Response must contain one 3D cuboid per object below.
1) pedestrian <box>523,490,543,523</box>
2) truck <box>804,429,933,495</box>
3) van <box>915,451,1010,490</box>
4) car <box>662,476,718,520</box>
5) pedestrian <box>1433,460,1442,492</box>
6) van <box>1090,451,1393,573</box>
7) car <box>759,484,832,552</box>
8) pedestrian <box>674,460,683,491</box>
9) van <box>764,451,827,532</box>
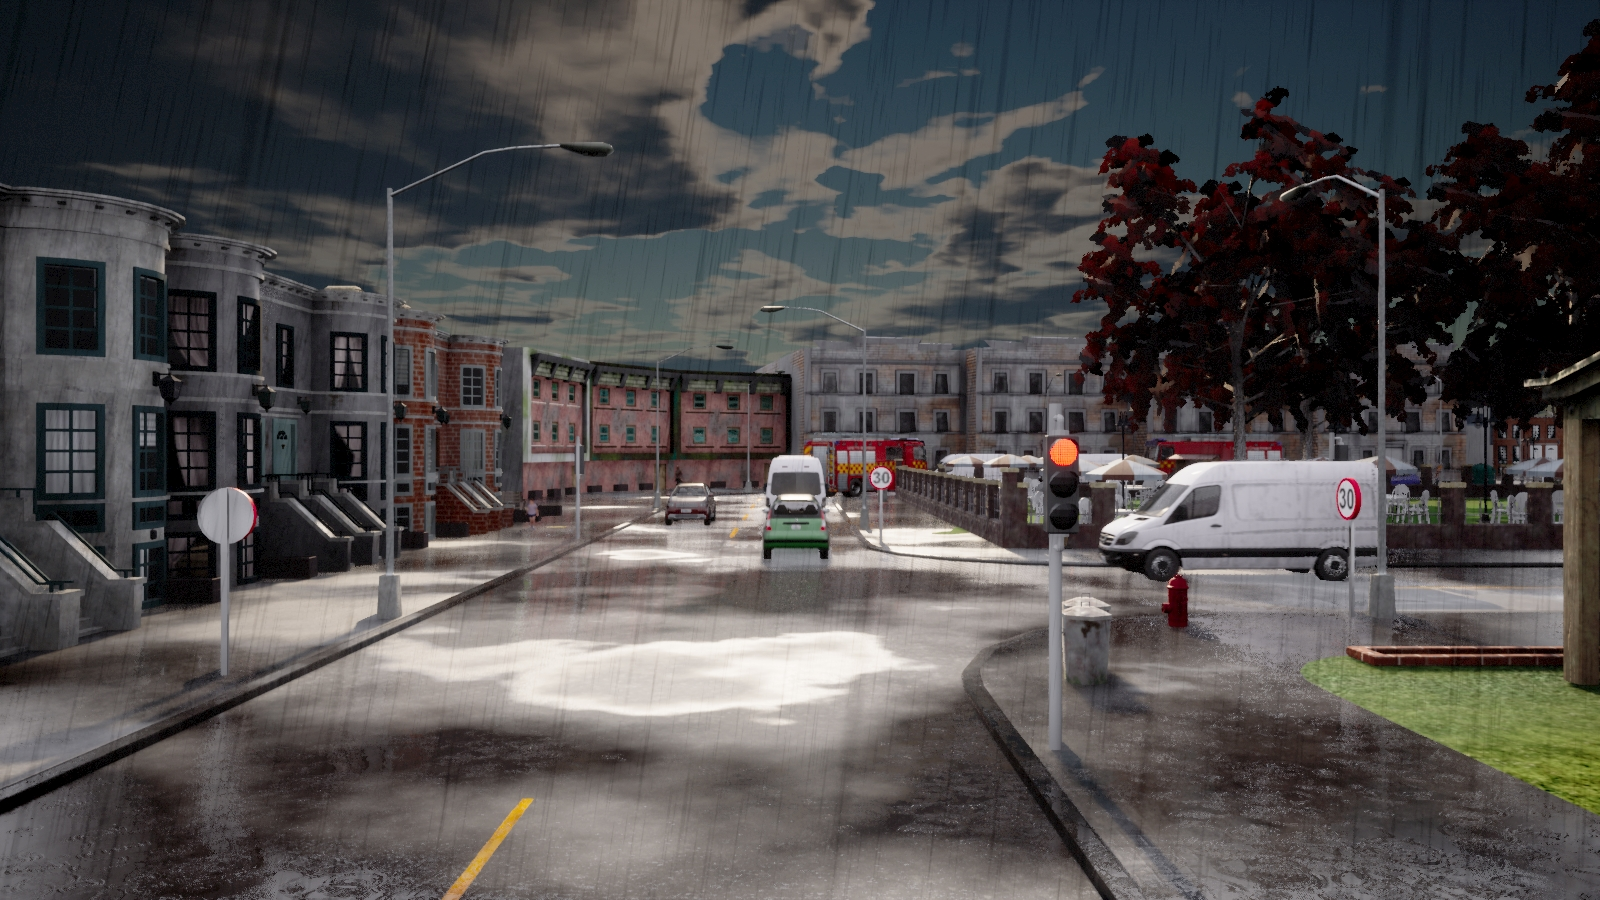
[{"bbox_3d":[-9.042,1.904,38.680,0.500,1.100,0.500,0,0,7],"label":"pedestrian"},{"bbox_3d":[4.295,0.672,70.228,8.468,3.827,2.891,0,0,-43],"label":"truck"},{"bbox_3d":[10.550,1.314,74.428,5.915,2.561,1.988,0,0,0],"label":"van"},{"bbox_3d":[-4.154,1.806,43.645,1.789,1.549,3.705,0,0,0],"label":"car"},{"bbox_3d":[36.996,1.524,66.286,0.375,1.860,0.375,0,0,17],"label":"pedestrian"},{"bbox_3d":[9.607,1.315,25.194,5.915,2.561,1.988,0,0,0],"label":"van"},{"bbox_3d":[-0.113,1.779,30.997,1.851,1.617,3.988,0,0,0],"label":"car"},{"bbox_3d":[-7.317,1.525,68.885,0.375,1.860,0.375,0,0,30],"label":"pedestrian"},{"bbox_3d":[-0.147,1.315,39.074,1.988,2.561,5.915,0,0,0],"label":"van"}]
